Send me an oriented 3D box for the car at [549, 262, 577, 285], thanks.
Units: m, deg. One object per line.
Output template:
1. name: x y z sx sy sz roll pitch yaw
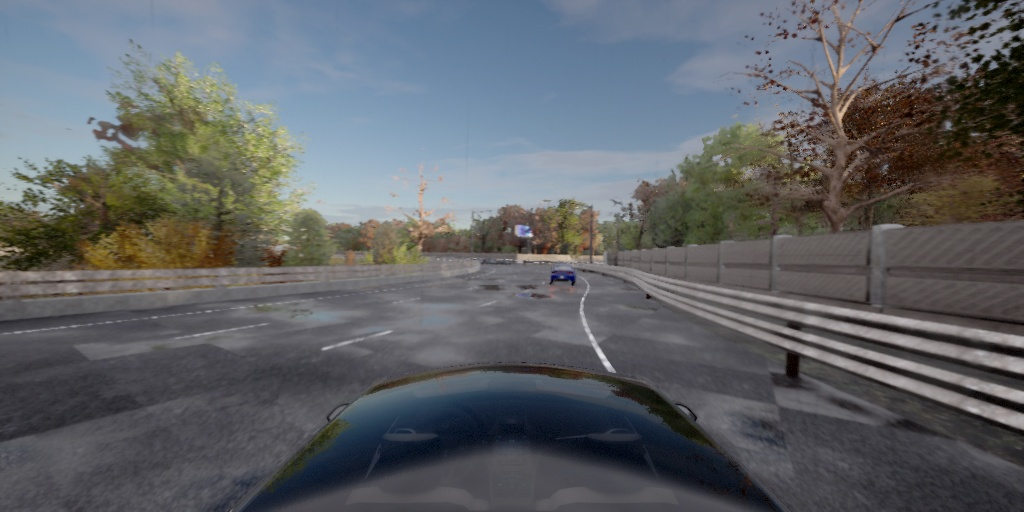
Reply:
1. car: 4.208 1.453 29.264 1.882 1.535 5.008 2 0 11
